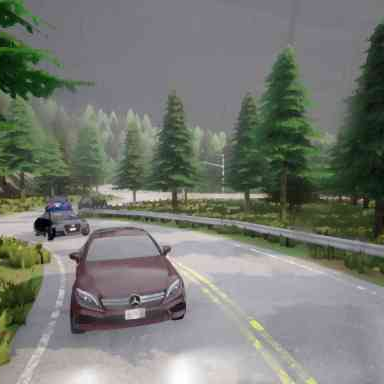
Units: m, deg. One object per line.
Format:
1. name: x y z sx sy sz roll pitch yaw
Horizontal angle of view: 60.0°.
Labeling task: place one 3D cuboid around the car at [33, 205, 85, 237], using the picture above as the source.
1. car: -7.043 1.664 17.774 1.994 1.385 4.181 -4 2 -38

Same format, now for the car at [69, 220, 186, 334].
1. car: -1.517 1.523 7.069 1.812 1.442 4.674 -2 0 -17

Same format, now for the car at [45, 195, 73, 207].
1. car: -12.843 1.326 32.226 2.150 2.045 5.566 -1 0 -18

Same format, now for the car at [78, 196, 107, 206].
1. car: -12.693 1.289 42.814 2.097 1.767 4.553 2 2 13
